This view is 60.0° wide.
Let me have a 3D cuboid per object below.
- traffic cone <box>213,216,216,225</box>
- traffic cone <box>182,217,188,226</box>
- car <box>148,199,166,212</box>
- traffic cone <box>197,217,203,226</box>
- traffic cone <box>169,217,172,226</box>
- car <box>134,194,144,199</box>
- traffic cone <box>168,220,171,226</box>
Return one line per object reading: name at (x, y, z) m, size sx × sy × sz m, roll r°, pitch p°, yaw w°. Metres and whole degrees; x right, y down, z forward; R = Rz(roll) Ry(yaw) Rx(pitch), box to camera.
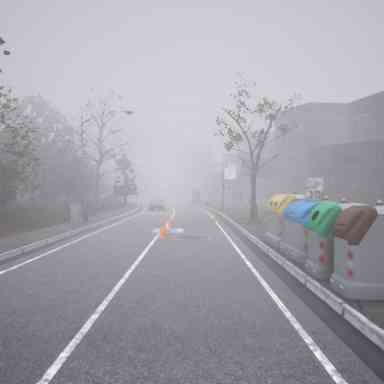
traffic cone at (1.492, 1.911, 22.085) m, size 0.340 × 0.580 × 0.340 m, roll 0°, pitch 0°, yaw 6°
traffic cone at (-0.467, 1.912, 21.957) m, size 0.340 × 0.580 × 0.340 m, roll 0°, pitch 0°, yaw 0°
car at (-3.994, 1.485, 38.640) m, size 2.033 × 1.411 × 5.357 m, roll 0°, pitch 0°, yaw -4°
traffic cone at (0.526, 1.912, 21.955) m, size 0.340 × 0.580 × 0.340 m, roll 0°, pitch 0°, yaw 0°
traffic cone at (-1.467, 1.915, 19.965) m, size 0.340 × 0.580 × 0.340 m, roll 0°, pitch 0°, yaw 0°
car at (-12.438, 1.108, 78.165) m, size 1.882 × 1.535 × 5.008 m, roll -2°, pitch 0°, yaw -20°
traffic cone at (-1.468, 1.919, 17.964) m, size 0.340 × 0.580 × 0.340 m, roll 0°, pitch 0°, yaw 0°
